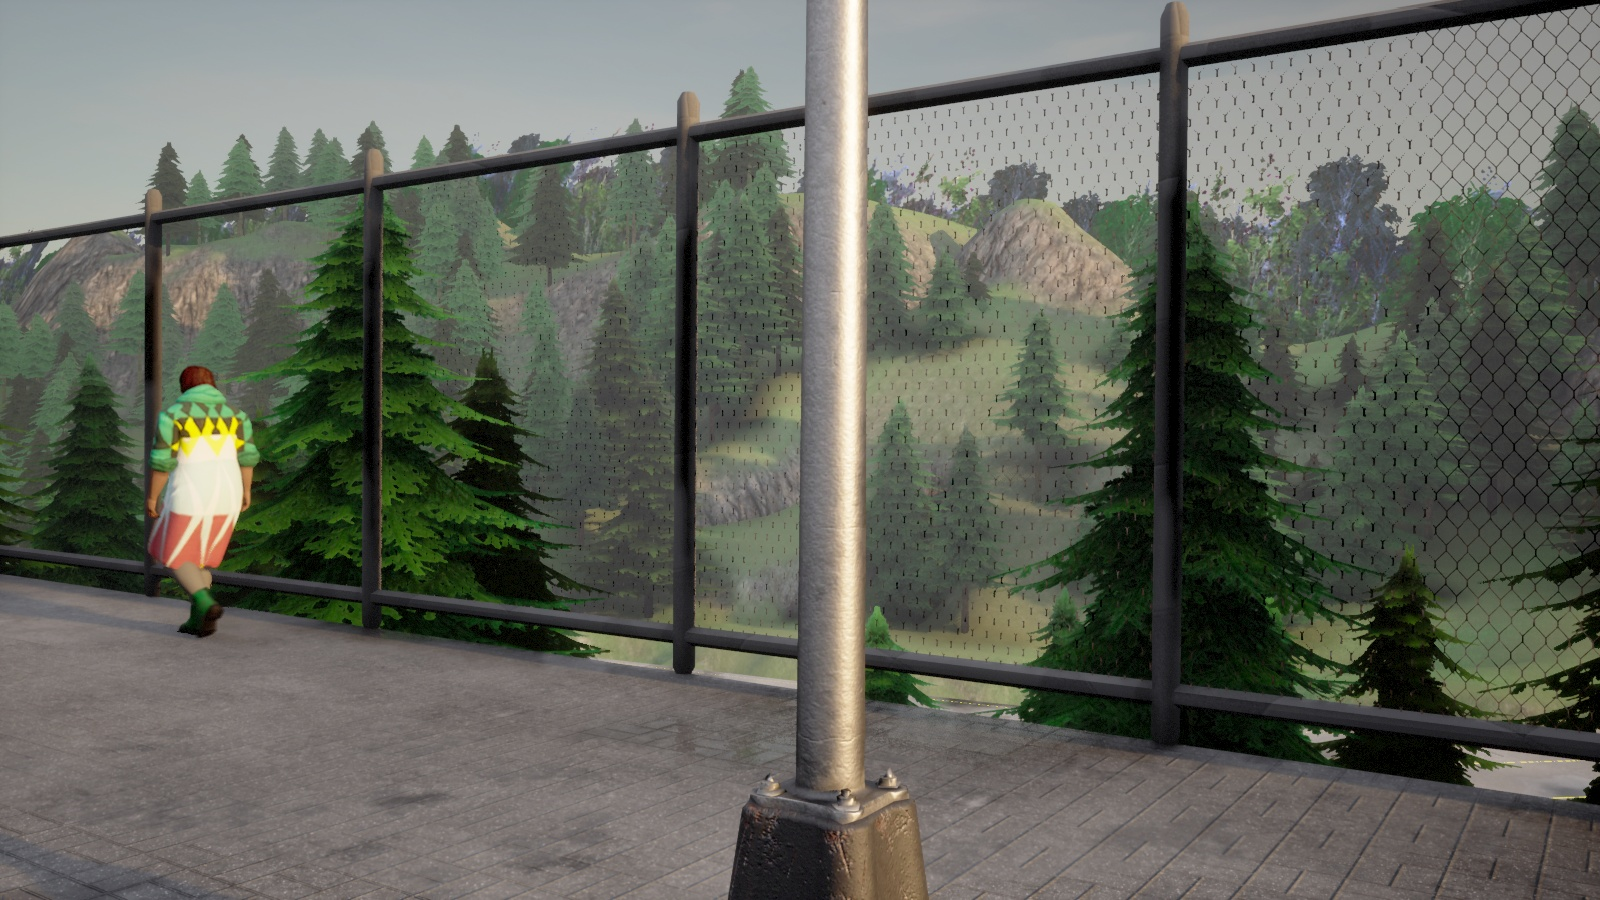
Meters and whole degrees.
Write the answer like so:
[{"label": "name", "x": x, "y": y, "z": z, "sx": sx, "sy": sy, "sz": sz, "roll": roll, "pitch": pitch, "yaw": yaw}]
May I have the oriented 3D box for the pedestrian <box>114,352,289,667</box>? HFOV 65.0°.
[{"label": "pedestrian", "x": -3.953, "y": 0.364, "z": 8.296, "sx": 0.873, "sy": 1.952, "sz": 0.659, "roll": 0, "pitch": 1, "yaw": 33}]
